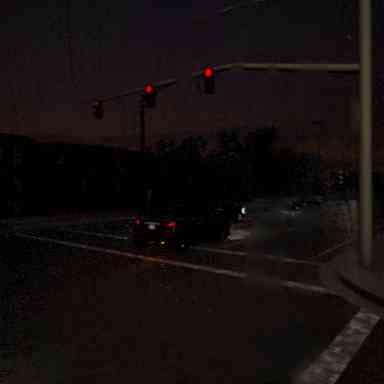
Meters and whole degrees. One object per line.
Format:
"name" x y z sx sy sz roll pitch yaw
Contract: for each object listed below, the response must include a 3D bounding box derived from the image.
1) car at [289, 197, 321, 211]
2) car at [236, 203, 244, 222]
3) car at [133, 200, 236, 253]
"car" 11.778 1.246 34.583 1.895 1.301 4.718 0 1 39
"car" 1.689 1.327 22.097 1.837 1.490 4.892 0 1 39
"car" -0.251 1.252 13.658 2.097 1.767 4.553 0 1 33
